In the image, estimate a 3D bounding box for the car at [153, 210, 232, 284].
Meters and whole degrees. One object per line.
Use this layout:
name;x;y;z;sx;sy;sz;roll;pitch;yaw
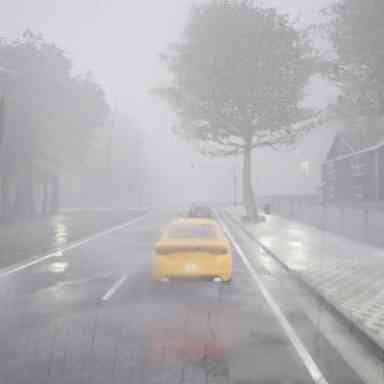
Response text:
car;0.063;1.506;9.702;1.882;1.535;5.008;-1;0;2

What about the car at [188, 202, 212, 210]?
car;0.667;1.569;27.667;2.128;1.511;4.902;-1;0;2
